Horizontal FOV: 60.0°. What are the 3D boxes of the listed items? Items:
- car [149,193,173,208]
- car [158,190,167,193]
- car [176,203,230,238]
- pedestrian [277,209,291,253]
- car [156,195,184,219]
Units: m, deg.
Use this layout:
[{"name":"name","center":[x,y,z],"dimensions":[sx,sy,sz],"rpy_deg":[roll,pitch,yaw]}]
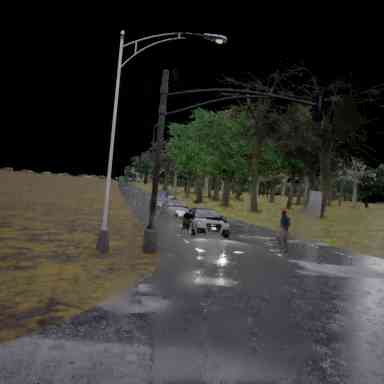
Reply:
[{"name":"car","center":[-3.670,1.202,36.836],"dimensions":[2.128,1.511,4.902],"rpy_deg":[5,0,-13]},{"name":"car","center":[-5.711,0.738,61.810],"dimensions":[2.150,2.045,5.566],"rpy_deg":[5,0,-13]},{"name":"car","center":[0.656,1.600,18.326],"dimensions":[1.994,1.385,4.181],"rpy_deg":[5,0,-13]},{"name":"pedestrian","center":[3.824,1.587,13.836],"dimensions":[0.375,1.860,0.375],"rpy_deg":[4,1,-13]},{"name":"car","center":[-1.393,1.387,27.079],"dimensions":[2.128,1.511,4.902],"rpy_deg":[5,0,-13]}]
